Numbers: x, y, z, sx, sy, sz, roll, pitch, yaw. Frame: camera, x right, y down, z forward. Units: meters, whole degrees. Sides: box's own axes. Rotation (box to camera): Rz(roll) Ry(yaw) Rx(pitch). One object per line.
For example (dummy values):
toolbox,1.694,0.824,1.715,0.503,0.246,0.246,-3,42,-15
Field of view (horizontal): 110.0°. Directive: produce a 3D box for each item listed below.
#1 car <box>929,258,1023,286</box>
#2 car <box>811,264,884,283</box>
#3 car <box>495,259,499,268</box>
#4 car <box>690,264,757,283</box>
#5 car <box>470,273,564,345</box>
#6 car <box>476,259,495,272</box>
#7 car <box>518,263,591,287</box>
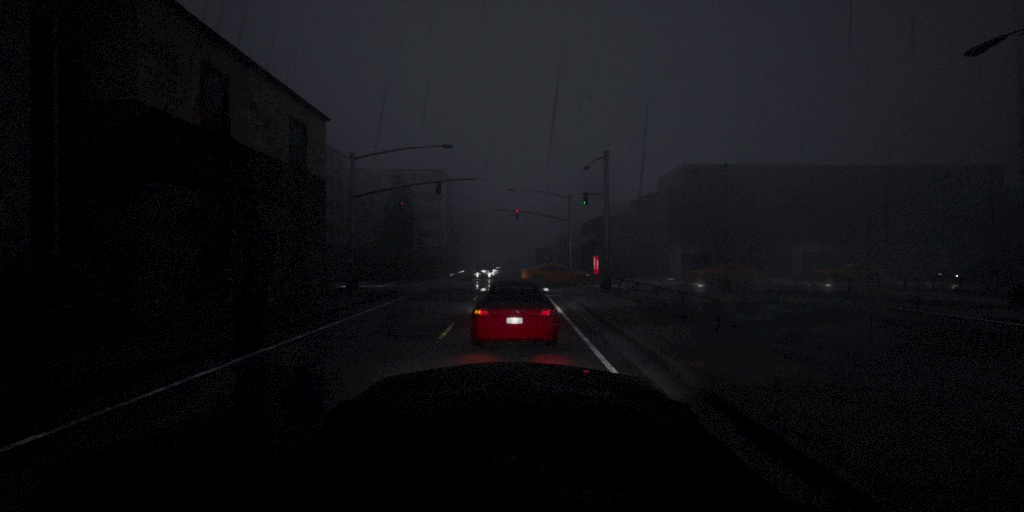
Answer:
car,38.045,1.148,29.531,5.566,2.045,2.150,0,0,0
car,27.555,1.404,29.538,5.008,1.535,1.882,0,0,0
car,-3.520,1.351,56.377,1.895,1.301,4.718,0,0,0
car,17.330,1.404,29.529,5.008,1.535,1.882,0,0,0
car,0.072,1.314,9.472,1.994,1.385,4.181,0,0,0
car,-3.543,1.276,46.343,1.812,1.442,4.674,0,0,0
car,3.189,1.320,25.824,5.008,1.535,1.882,1,-1,0
